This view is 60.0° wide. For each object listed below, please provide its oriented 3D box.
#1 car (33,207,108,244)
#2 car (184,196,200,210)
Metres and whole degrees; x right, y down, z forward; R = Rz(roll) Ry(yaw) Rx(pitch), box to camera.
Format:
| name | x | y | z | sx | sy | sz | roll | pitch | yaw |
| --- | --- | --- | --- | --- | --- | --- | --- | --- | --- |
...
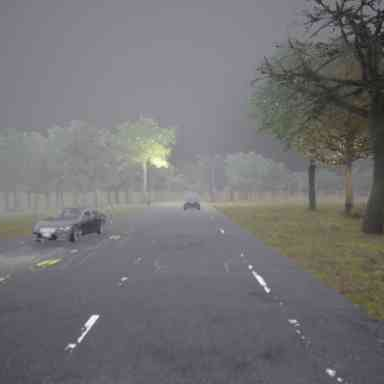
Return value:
| name | x | y | z | sx | sy | sz | roll | pitch | yaw |
| --- | --- | --- | --- | --- | --- | --- | --- | --- | --- |
| car | -5.683 | 1.507 | 16.113 | 2.128 | 1.511 | 4.902 | 0 | 0 | 7 |
| car | 0.017 | 1.472 | 46.167 | 2.097 | 1.767 | 4.553 | 0 | 0 | 0 |
